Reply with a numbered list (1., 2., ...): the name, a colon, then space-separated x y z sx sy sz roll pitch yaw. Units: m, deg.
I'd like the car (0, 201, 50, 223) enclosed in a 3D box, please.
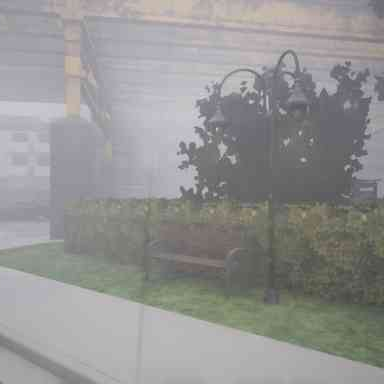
1. car: -12.688 1.478 25.055 5.008 1.535 1.882 0 0 -9
